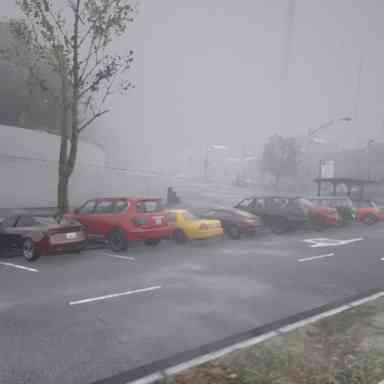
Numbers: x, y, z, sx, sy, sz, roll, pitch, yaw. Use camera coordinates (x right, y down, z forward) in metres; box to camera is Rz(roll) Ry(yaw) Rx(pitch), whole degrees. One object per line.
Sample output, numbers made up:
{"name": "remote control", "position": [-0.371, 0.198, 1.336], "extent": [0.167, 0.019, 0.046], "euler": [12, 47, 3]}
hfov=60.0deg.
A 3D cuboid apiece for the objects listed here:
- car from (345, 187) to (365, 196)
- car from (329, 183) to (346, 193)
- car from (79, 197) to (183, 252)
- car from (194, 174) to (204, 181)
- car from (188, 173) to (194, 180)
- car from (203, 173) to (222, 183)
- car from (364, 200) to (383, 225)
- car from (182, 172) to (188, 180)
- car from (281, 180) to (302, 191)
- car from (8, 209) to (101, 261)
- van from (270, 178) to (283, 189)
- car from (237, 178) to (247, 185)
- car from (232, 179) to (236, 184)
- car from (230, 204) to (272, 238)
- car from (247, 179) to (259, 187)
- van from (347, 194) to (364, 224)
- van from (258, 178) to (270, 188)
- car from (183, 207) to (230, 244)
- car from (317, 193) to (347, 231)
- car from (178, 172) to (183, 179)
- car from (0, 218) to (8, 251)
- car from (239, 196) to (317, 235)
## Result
{"name": "car", "position": [26.211, 0.132, 52.920], "extent": [2.002, 1.452, 4.674], "euler": [7, 3, 35]}
{"name": "car", "position": [24.519, -0.430, 55.391], "extent": [2.435, 2.045, 5.566], "euler": [7, 3, 35]}
{"name": "car", "position": [-3.475, 1.247, 14.075], "extent": [5.566, 2.045, 2.435], "euler": [-1, -1, 34]}
{"name": "car", "position": [3.701, -3.703, 84.884], "extent": [2.435, 2.045, 5.566], "euler": [7, 3, 34]}
{"name": "car", "position": [1.906, -3.854, 87.349], "extent": [2.185, 1.767, 4.553], "euler": [6, 3, 34]}
{"name": "car", "position": [5.553, -3.180, 82.625], "extent": [1.946, 1.575, 5.366], "euler": [7, 3, 34]}
{"name": "car", "position": [11.335, 1.401, 24.420], "extent": [4.553, 1.767, 2.185], "euler": [-1, -1, 35]}
{"name": "car", "position": [0.174, -4.089, 89.818], "extent": [2.185, 1.767, 4.553], "euler": [4, 1, 33]}
{"name": "car", "position": [19.305, -0.996, 62.775], "extent": [2.231, 1.521, 4.892], "euler": [7, 3, 35]}
{"name": "car", "position": [-5.919, 1.523, 12.329], "extent": [4.792, 1.488, 2.163], "euler": [-1, -1, 35]}
{"name": "van", "position": [17.544, -1.495, 65.136], "extent": [1.878, 1.987, 4.442], "euler": [7, 4, 35]}
{"name": "car", "position": [12.406, -2.048, 72.657], "extent": [2.002, 1.452, 4.674], "euler": [7, 4, 35]}
{"name": "car", "position": [10.662, -2.321, 75.118], "extent": [2.002, 1.452, 4.674], "euler": [7, 3, 35]}
{"name": "car", "position": [1.450, 1.547, 17.532], "extent": [4.674, 1.452, 2.002], "euler": [-1, -1, 35]}
{"name": "car", "position": [14.238, -1.816, 70.337], "extent": [1.946, 1.575, 5.366], "euler": [7, 3, 35]}
{"name": "van", "position": [8.926, 1.294, 22.668], "extent": [4.442, 1.987, 1.878], "euler": [-1, -1, 35]}
{"name": "van", "position": [15.814, -1.768, 67.607], "extent": [1.878, 1.987, 4.442], "euler": [7, 4, 35]}
{"name": "car", "position": [-1.156, 1.501, 15.903], "extent": [5.366, 1.575, 1.946], "euler": [-1, -1, 35]}
{"name": "car", "position": [6.389, 1.265, 20.997], "extent": [5.566, 2.045, 2.435], "euler": [-1, -1, 35]}
{"name": "car", "position": [-1.598, -4.366, 92.165], "extent": [2.435, 2.045, 5.566], "euler": [1, -1, 34]}
{"name": "car", "position": [-8.338, 1.492, 10.581], "extent": [4.892, 1.521, 2.231], "euler": [-1, -1, 34]}
{"name": "car", "position": [3.876, 1.261, 19.291], "extent": [5.566, 2.045, 2.435], "euler": [-1, -1, 35]}
